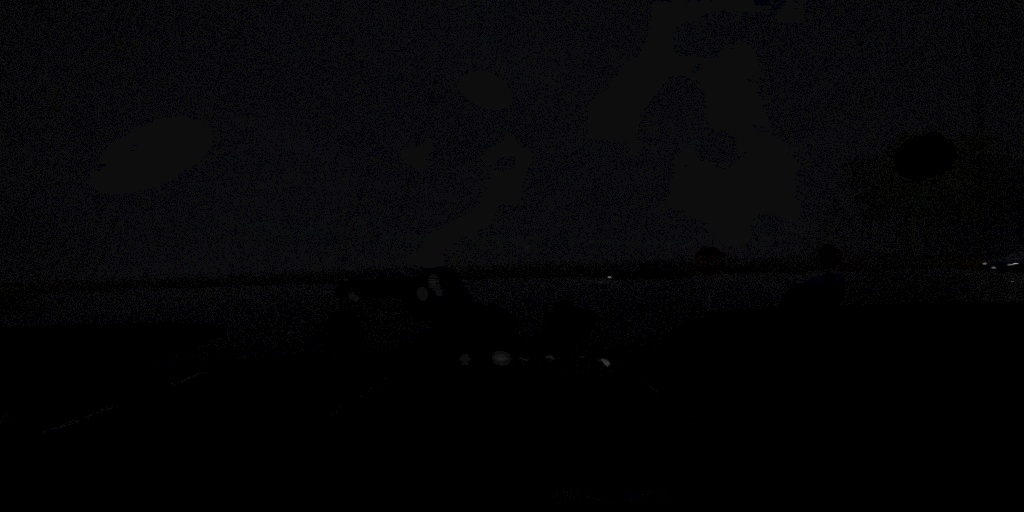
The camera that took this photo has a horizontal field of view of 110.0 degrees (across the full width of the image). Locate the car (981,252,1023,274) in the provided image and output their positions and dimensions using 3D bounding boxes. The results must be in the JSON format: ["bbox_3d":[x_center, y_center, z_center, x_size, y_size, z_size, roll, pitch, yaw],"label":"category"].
[{"bbox_3d":[34.121,0.414,23.651,4.674,1.442,1.812,-2,2,0],"label":"car"}]

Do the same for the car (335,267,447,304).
[{"bbox_3d":[-5.567,1.265,16.755,5.008,1.535,1.882,-3,0,0],"label":"car"}]

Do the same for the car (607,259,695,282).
[{"bbox_3d":[9.115,0.945,23.722,5.357,1.411,2.033,-1,2,0],"label":"car"}]
